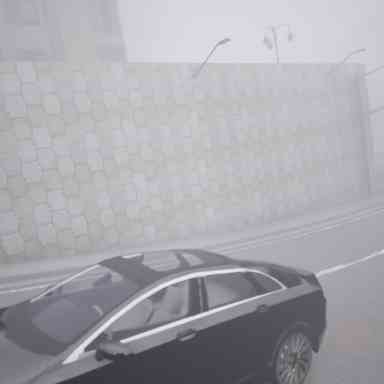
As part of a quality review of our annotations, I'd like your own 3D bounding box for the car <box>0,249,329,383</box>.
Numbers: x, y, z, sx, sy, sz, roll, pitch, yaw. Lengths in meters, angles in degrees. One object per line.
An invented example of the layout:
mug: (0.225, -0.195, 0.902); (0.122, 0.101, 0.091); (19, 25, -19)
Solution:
car: (-0.520, 1.478, 3.614); (4.902, 1.511, 2.128); (-1, 0, -35)
